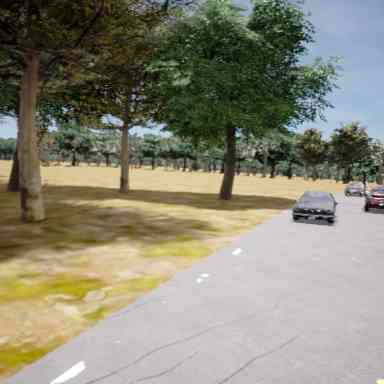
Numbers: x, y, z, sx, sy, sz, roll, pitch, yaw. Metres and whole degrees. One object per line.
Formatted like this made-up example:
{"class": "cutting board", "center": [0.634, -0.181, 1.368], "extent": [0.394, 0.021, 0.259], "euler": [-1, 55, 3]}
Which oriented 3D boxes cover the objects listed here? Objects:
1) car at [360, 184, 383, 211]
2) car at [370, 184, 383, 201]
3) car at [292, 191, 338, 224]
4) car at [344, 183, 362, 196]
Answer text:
{"class": "car", "center": [12.731, 0.503, 22.477], "extent": [2.128, 1.511, 4.902], "euler": [4, 4, 28]}
{"class": "car", "center": [19.986, -0.010, 34.695], "extent": [1.882, 1.535, 5.008], "euler": [4, 4, 34]}
{"class": "car", "center": [6.468, 0.653, 17.179], "extent": [2.033, 1.411, 5.357], "euler": [4, 4, 25]}
{"class": "car", "center": [19.217, -0.277, 38.902], "extent": [2.128, 1.511, 4.902], "euler": [4, 4, 35]}
